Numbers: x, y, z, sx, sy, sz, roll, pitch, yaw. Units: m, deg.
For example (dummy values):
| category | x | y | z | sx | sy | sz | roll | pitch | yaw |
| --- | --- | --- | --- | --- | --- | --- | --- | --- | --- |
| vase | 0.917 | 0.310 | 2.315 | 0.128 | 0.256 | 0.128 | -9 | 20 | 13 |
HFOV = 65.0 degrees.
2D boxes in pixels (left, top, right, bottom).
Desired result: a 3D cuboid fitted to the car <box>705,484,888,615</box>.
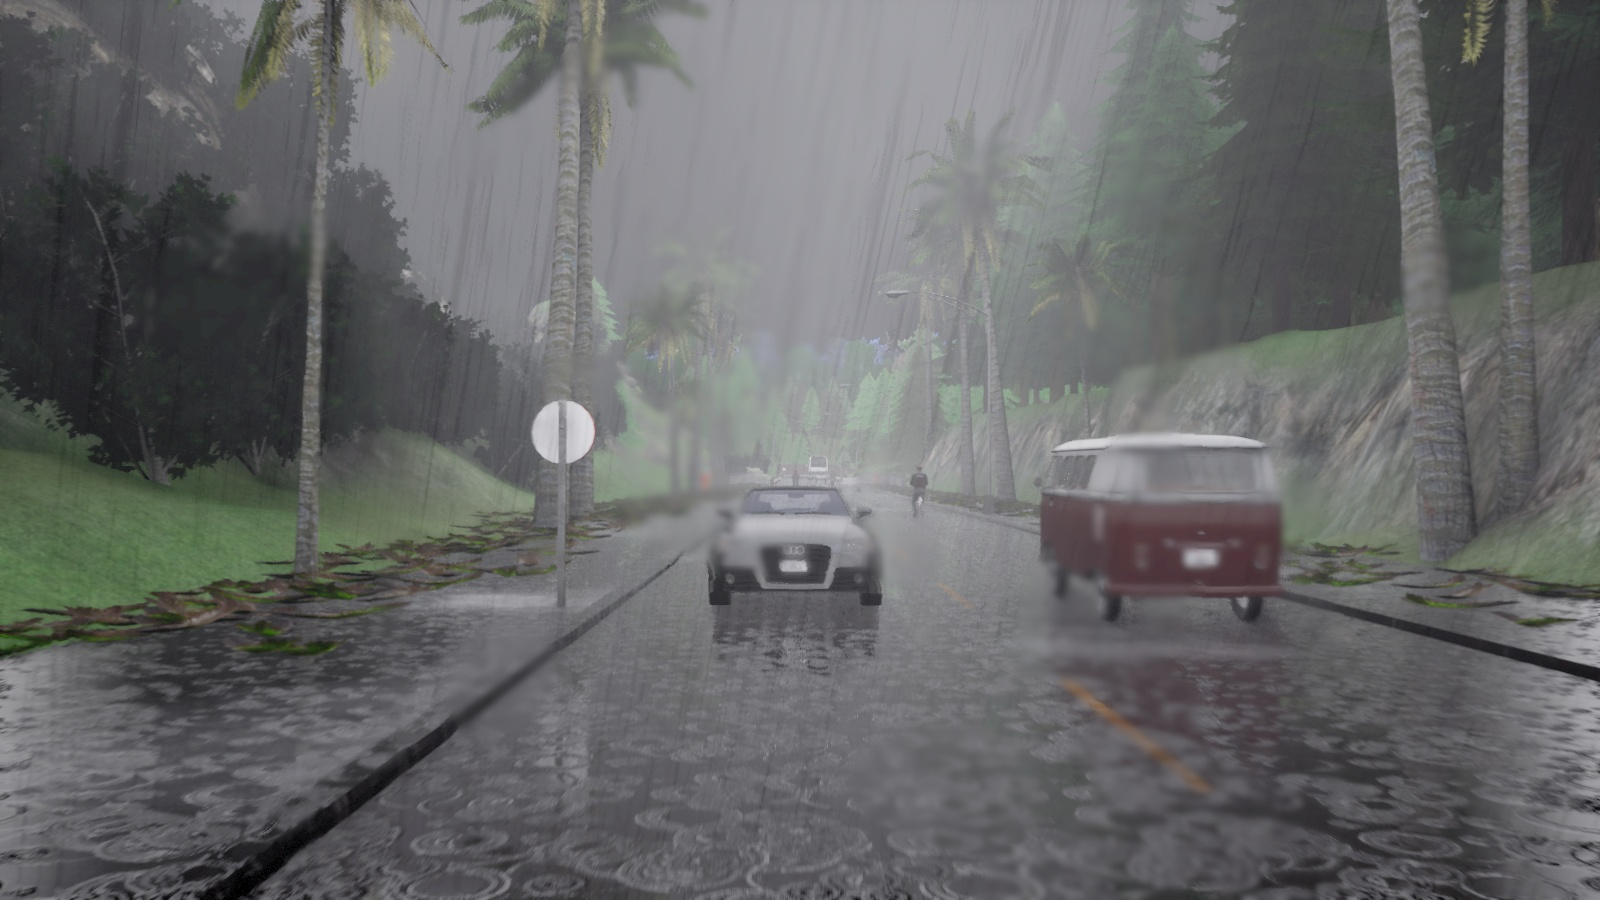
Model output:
| category | x | y | z | sx | sy | sz | roll | pitch | yaw |
| --- | --- | --- | --- | --- | --- | --- | --- | --- | --- |
| car | -0.043 | 1.144 | 15.831 | 1.994 | 1.385 | 4.181 | 0 | -1 | 0 |

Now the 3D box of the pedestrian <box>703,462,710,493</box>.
| category | x | y | z | sx | sy | sz | roll | pitch | yaw |
| --- | --- | --- | --- | --- | --- | --- | --- | --- | --- |
| pedestrian | -5.576 | 1.626 | 74.754 | 0.345 | 1.836 | 0.594 | 0 | -1 | 0 |

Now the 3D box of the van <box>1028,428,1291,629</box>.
| category | x | y | z | sx | sy | sz | roll | pitch | yaw |
| --- | --- | --- | --- | --- | --- | --- | --- | --- | --- |
| van | 3.960 | 0.799 | 14.653 | 1.775 | 1.987 | 4.442 | 0 | -1 | 0 |

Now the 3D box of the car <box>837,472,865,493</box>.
| category | x | y | z | sx | sy | sz | roll | pitch | yaw |
| --- | --- | --- | --- | --- | --- | --- | --- | --- | --- |
| car | 3.705 | 2.343 | 91.457 | 1.845 | 1.501 | 3.633 | 0 | -1 | 0 |
